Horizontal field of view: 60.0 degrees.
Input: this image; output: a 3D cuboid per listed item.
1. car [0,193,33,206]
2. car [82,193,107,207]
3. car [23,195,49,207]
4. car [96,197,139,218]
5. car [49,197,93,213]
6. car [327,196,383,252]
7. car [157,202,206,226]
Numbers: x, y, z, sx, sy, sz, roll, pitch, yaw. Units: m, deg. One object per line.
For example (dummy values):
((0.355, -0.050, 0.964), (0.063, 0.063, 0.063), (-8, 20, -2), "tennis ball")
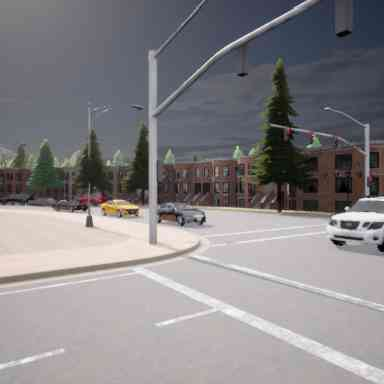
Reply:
((-29.313, 1.221, 56.044), (5.566, 2.045, 2.150), (0, 0, 10), "car")
((-15.607, 1.219, 51.564), (5.566, 2.045, 2.150), (0, 0, 26), "car")
((-22.545, 1.548, 50.704), (5.357, 1.411, 2.033), (0, 0, 19), "car")
((-6.732, 1.478, 30.902), (1.882, 1.535, 5.008), (0, 0, -40), "car")
((-13.904, 1.601, 37.963), (4.718, 1.301, 1.895), (0, 0, 37), "car")
((8.075, 1.221, 14.069), (5.566, 2.045, 2.150), (0, 0, -36), "car")
((-0.978, 1.492, 23.340), (2.128, 1.511, 4.902), (0, 0, -36), "car")
